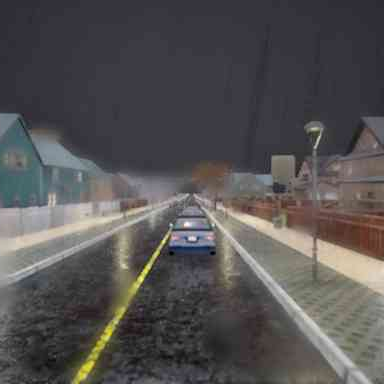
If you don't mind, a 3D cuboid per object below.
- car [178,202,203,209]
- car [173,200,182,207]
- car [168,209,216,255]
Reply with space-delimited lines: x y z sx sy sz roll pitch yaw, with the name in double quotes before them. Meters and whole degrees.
"car" 0.014 1.845 29.324 1.994 1.385 4.181 0 -1 0
"car" -2.730 2.188 65.799 2.033 1.411 5.357 0 -1 0
"car" 0.006 1.680 13.982 2.033 1.411 5.357 0 -1 0
